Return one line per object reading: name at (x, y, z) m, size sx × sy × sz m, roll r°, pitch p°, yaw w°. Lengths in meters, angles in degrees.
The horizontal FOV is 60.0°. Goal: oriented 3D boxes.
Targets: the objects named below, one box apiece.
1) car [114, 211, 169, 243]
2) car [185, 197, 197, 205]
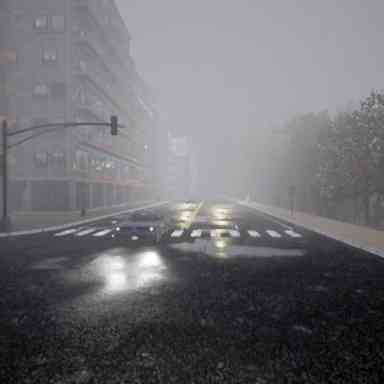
car at (-2.311, 1.621, 16.189) m, size 1.895 × 1.301 × 4.718 m, roll 0°, pitch 0°, yaw 3°
car at (-0.084, 1.515, 59.552) m, size 2.033 × 1.411 × 5.357 m, roll 0°, pitch 0°, yaw 3°
